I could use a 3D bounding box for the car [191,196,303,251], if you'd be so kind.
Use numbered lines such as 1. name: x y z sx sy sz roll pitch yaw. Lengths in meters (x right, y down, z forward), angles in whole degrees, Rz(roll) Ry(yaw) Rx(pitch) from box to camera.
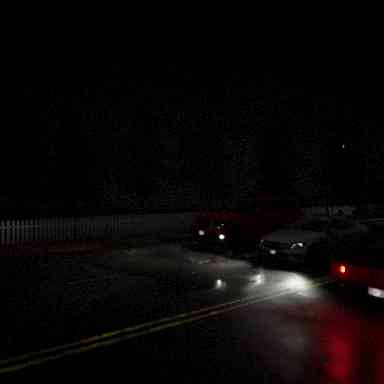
1. car: 2.615 1.221 14.466 5.566 2.045 2.150 0 0 -36

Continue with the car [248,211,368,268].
1. car: 4.339 1.525 11.396 4.674 1.442 1.812 0 0 -36

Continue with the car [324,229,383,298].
1. car: 5.271 1.600 7.530 4.718 1.301 1.895 0 0 -35
